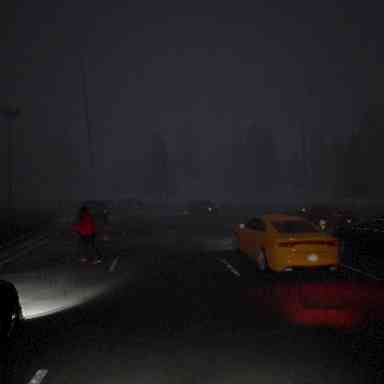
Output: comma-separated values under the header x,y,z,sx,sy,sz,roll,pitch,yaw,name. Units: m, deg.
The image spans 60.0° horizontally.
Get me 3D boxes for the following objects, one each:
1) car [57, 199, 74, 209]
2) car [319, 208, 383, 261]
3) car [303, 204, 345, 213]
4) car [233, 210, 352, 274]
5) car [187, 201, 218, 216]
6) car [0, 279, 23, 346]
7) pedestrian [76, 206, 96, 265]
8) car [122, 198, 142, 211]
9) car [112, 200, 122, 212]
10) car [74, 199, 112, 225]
x,y,z,sx,sy,sz,roll,pitch,yaw,name
-16.790,1.601,46.140,4.718,1.301,1.895,0,0,39,car
6.296,1.491,10.423,2.128,1.511,4.902,0,0,-6,car
8.150,1.478,20.669,1.882,1.535,5.008,0,0,-11,car
2.710,1.477,10.713,1.882,1.535,5.008,0,0,-7,car
0.943,1.564,32.866,1.994,1.385,4.181,0,0,-21,car
-3.649,1.563,3.637,1.994,1.385,4.181,0,0,-2,car
-3.285,1.294,10.329,0.375,1.860,0.375,0,0,-7,pedestrian
-7.930,1.504,41.576,1.837,1.490,4.892,0,0,-36,car
-10.120,1.564,38.660,1.994,1.385,4.181,0,0,-33,car
-7.279,1.352,24.488,2.097,1.767,4.553,0,0,-17,car
